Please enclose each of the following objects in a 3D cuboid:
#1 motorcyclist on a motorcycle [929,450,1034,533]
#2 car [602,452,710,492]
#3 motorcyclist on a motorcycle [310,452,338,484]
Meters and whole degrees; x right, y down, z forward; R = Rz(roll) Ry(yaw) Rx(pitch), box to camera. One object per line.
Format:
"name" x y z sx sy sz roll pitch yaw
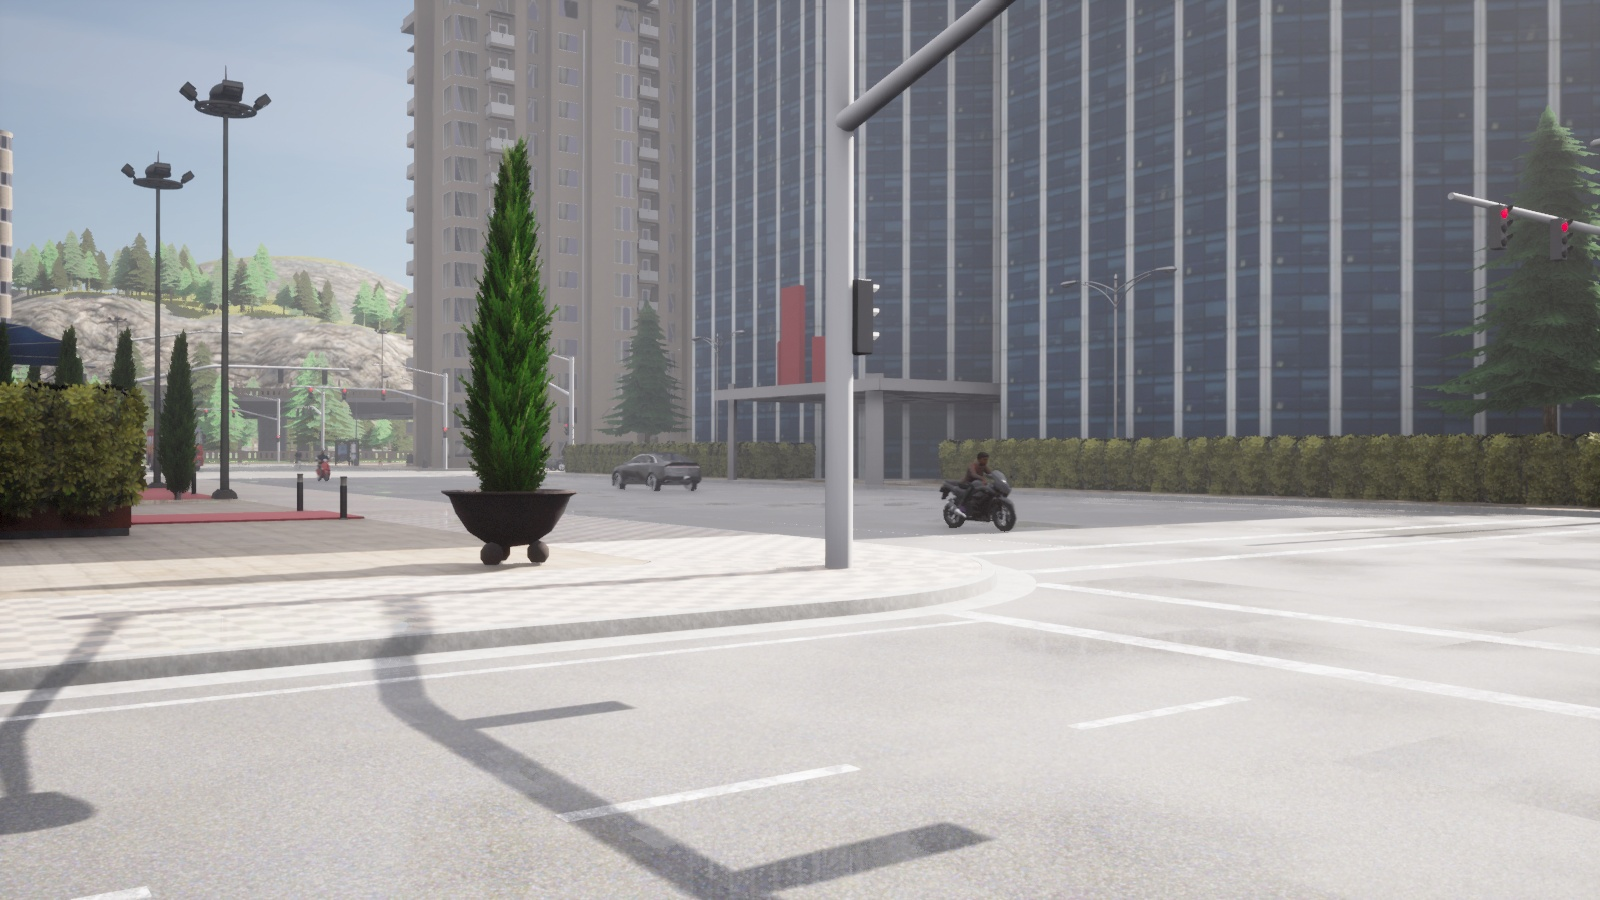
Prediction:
"motorcyclist on a motorcycle" 3.483 0.780 24.213 0.797 1.523 2.044 0 -1 -35
"car" -5.727 0.834 49.393 2.128 1.511 4.902 0 0 -35
"motorcyclist on a motorcycle" -23.885 0.903 62.977 0.866 1.590 1.817 0 0 -35
